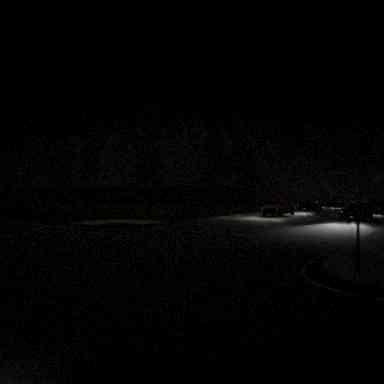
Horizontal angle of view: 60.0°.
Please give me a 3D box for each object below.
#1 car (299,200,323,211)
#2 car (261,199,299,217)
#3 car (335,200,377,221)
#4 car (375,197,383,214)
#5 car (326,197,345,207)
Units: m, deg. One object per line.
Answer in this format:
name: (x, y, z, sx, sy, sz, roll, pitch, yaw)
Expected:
car: (14.272, 1.601, 40.164, 1.895, 1.301, 4.718, 0, 0, 36)
car: (8.329, 1.478, 32.000, 1.882, 1.535, 5.008, 0, 0, 36)
car: (13.476, 1.601, 27.192, 1.895, 1.301, 4.718, 0, 0, 36)
car: (19.540, 1.548, 35.518, 2.033, 1.411, 5.357, 0, 0, 36)
car: (21.906, 1.505, 50.621, 1.837, 1.490, 4.892, 0, 0, 36)
